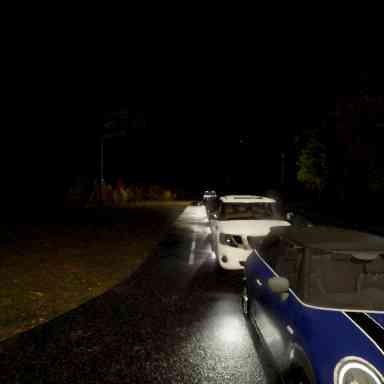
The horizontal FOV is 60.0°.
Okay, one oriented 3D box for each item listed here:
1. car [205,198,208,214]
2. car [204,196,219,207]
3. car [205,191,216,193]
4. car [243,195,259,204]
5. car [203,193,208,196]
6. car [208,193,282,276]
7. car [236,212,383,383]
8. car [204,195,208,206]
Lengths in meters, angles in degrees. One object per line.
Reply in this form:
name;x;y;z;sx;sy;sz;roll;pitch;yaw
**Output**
car;2.062;1.380;23.060;1.837;1.490;4.892;0;0;2
car;2.761;1.314;47.975;1.994;1.385;4.181;0;0;3
car;2.964;0.938;54.408;2.150;2.045;5.566;0;0;3
car;9.935;1.271;56.428;1.994;1.385;4.181;0;0;1
car;2.558;1.275;41.567;2.128;1.511;4.902;0;0;2
car;1.745;1.160;10.473;2.150;2.045;5.566;0;0;1
car;1.941;1.338;4.126;2.097;1.767;4.553;0;0;0
car;2.224;1.322;29.313;1.882;1.535;5.008;0;0;2
